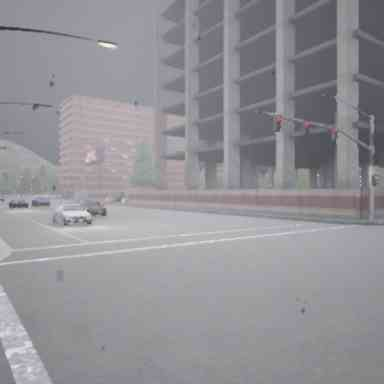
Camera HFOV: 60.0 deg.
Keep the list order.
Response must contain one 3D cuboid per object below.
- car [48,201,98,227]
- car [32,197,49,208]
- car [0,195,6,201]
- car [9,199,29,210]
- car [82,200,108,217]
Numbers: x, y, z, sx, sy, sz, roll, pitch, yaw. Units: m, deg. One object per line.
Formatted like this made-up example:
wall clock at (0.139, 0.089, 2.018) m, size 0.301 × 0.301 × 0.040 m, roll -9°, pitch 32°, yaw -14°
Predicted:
car at (-8.439, 1.541, 23.266) m, size 1.812 × 1.442 × 4.674 m, roll 0°, pitch 0°, yaw -35°
car at (-22.324, 1.479, 49.164) m, size 1.882 × 1.535 × 5.008 m, roll 0°, pitch 0°, yaw -35°
car at (-37.289, 1.290, 64.490) m, size 1.882 × 1.535 × 5.008 m, roll 0°, pitch 0°, yaw -35°
car at (-22.825, 1.601, 43.819) m, size 1.895 × 1.301 × 4.718 m, roll 0°, pitch 0°, yaw -35°
car at (-9.295, 1.507, 30.414) m, size 1.837 × 1.490 × 4.892 m, roll 0°, pitch 0°, yaw -35°
